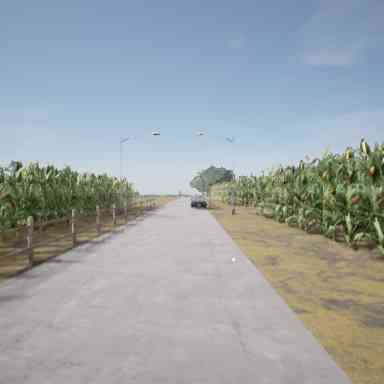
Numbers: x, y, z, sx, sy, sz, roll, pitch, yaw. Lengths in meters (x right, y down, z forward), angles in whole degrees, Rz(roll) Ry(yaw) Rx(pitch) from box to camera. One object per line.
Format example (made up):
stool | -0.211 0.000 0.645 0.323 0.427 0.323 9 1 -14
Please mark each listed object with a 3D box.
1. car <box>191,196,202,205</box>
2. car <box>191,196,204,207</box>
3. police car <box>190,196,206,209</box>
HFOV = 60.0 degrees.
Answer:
car | 0.825 1.439 58.834 1.882 1.535 5.008 0 0 0
car | 0.824 1.486 52.833 1.837 1.490 4.892 0 0 0
police car | 0.825 1.377 42.940 1.930 1.638 5.238 0 0 0
